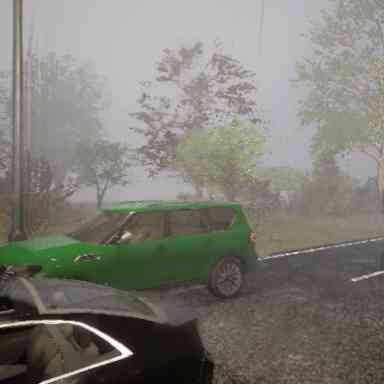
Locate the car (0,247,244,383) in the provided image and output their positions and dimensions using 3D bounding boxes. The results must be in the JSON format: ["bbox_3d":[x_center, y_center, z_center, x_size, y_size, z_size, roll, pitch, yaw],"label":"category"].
[{"bbox_3d":[-2.078,1.503,2.192,4.892,1.490,1.837,0,0,-35],"label":"car"}]

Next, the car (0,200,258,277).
[{"bbox_3d":[-1.080,1.219,6.890,5.566,2.045,2.150,0,0,-35],"label":"car"}]
